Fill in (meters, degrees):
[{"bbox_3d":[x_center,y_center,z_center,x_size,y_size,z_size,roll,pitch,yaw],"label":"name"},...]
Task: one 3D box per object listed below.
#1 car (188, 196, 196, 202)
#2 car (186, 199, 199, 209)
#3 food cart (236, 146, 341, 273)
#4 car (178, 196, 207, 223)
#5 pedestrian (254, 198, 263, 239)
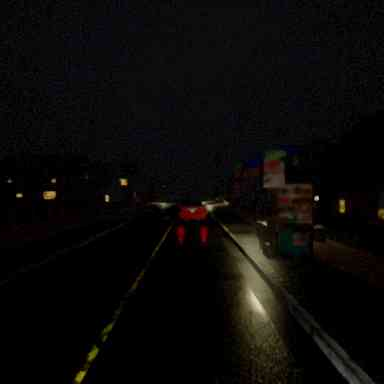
[{"bbox_3d":[-0.030,1.755,82.687,2.033,1.411,5.357,0,0,0],"label":"car"},{"bbox_3d":[0.073,1.662,47.531,1.895,1.301,4.718,0,0,0],"label":"car"},{"bbox_3d":[3.030,0.463,11.693,2.280,3.560,4.660,1,1,0],"label":"food cart"},{"bbox_3d":[0.037,1.366,25.656,2.097,1.767,4.553,0,0,0],"label":"car"},{"bbox_3d":[2.931,1.141,14.536,0.375,1.860,0.375,-1,1,0],"label":"pedestrian"}]
